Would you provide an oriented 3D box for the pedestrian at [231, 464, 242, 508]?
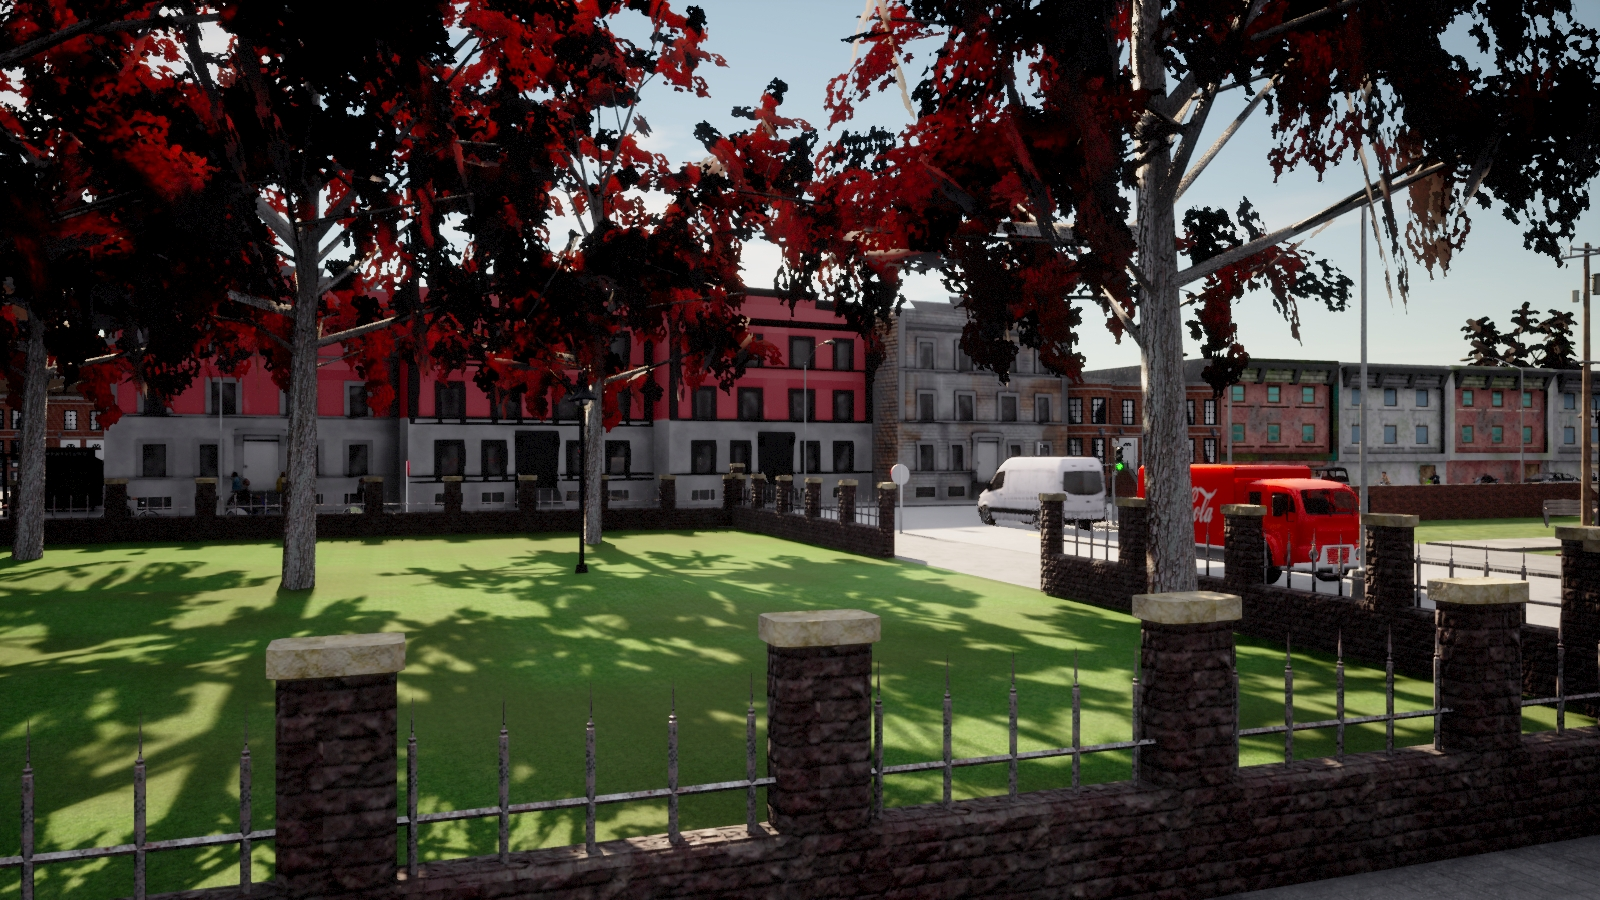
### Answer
[{"bbox_3d":[-23.940,1.522,48.544,0.375,1.860,0.375,0,0,-18],"label":"pedestrian"}]

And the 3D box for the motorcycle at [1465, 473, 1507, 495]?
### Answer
[{"bbox_3d":[39.853,1.985,66.375,2.209,1.251,0.867,0,0,-20],"label":"motorcycle"}]

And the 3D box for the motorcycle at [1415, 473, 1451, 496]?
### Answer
[{"bbox_3d":[36.002,1.962,64.979,1.805,1.236,0.856,0,0,-20],"label":"motorcycle"}]

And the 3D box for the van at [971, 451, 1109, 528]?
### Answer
[{"bbox_3d":[8.495,1.314,41.092,1.988,2.561,5.915,0,0,-21],"label":"van"}]

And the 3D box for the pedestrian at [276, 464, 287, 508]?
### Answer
[{"bbox_3d":[-21.983,1.524,48.406,0.375,1.860,0.375,0,0,-17],"label":"pedestrian"}]

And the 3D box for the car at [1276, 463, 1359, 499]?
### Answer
[{"bbox_3d":[28.140,1.638,62.162,3.866,1.878,1.905,0,0,-20],"label":"car"}]

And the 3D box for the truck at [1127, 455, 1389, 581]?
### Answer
[{"bbox_3d":[9.964,1.348,25.442,2.627,2.467,5.204,0,0,-20],"label":"truck"}]

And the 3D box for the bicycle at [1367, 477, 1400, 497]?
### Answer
[{"bbox_3d":[32.543,2.036,63.766,1.487,1.080,0.859,0,0,-20],"label":"bicycle"}]
